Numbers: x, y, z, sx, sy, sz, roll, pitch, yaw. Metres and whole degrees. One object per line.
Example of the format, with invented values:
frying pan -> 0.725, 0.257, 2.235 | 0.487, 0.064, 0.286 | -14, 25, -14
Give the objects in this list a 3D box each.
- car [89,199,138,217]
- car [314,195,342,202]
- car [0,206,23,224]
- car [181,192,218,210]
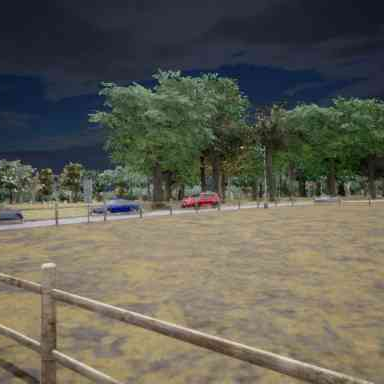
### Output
car -> -7.288, 1.445, 31.322 | 1.882, 1.535, 5.008 | -2, -1, 37
car -> 22.267, 1.146, 54.343 | 4.718, 1.301, 1.895 | 0, -2, -30
car -> -13.699, 1.582, 22.294 | 1.994, 1.385, 4.181 | -2, -1, 33
car -> 1.089, 1.102, 41.259 | 2.150, 2.045, 5.566 | -2, -1, 44
